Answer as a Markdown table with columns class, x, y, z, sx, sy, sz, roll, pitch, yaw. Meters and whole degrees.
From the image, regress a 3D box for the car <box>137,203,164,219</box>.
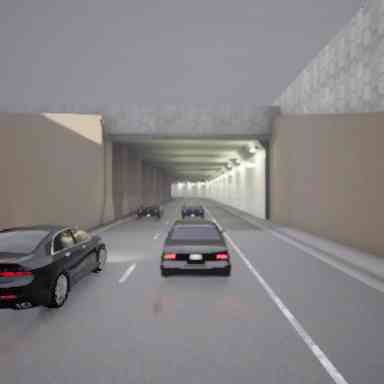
| class | x | y | z | sx | sy | sz | roll | pitch | yaw |
| --- | --- | --- | --- | --- | --- | --- | --- | --- | --- |
| car | -3.433 | 1.554 | 28.482 | 1.895 | 1.301 | 4.718 | 0 | 0 | 0 |

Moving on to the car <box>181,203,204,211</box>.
| class | x | y | z | sx | sy | sz | roll | pitch | yaw |
| --- | --- | --- | --- | --- | --- | --- | --- | --- | --- |
| car | 0.066 | 1.551 | 28.484 | 1.895 | 1.301 | 4.718 | 0 | 0 | 0 |

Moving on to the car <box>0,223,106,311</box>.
| class | x | y | z | sx | sy | sz | roll | pitch | yaw |
| --- | --- | --- | --- | --- | --- | --- | --- | --- | --- |
| car | -3.419 | 1.496 | 7.799 | 1.837 | 1.490 | 4.892 | 0 | 1 | 0 |

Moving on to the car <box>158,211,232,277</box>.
| class | x | y | z | sx | sy | sz | roll | pitch | yaw |
| --- | --- | --- | --- | --- | --- | --- | --- | --- | --- |
| car | 0.087 | 1.530 | 10.097 | 2.033 | 1.411 | 5.357 | 0 | 0 | 0 |
